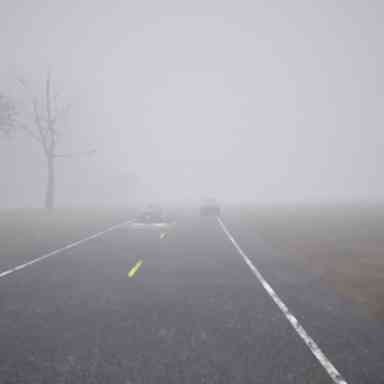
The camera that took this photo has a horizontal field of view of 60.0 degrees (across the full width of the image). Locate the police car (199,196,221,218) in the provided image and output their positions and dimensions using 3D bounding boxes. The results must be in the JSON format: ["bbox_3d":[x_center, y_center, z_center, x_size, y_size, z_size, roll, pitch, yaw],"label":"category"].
[{"bbox_3d":[1.635,1.478,30.428,1.930,1.638,5.238,0,0,2],"label":"police car"}]

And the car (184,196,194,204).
[{"bbox_3d":[-0.630,1.573,68.465,1.882,1.535,5.008,0,0,5],"label":"car"}]

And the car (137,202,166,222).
[{"bbox_3d":[-3.127,1.570,26.649,1.812,1.442,4.674,0,0,2],"label":"car"}]

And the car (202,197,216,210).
[{"bbox_3d":[2.391,1.532,46.436,1.801,1.575,5.366,0,0,3],"label":"car"}]

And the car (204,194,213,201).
[{"bbox_3d":[4.114,1.320,82.318,2.097,1.767,4.553,0,0,6],"label":"car"}]
